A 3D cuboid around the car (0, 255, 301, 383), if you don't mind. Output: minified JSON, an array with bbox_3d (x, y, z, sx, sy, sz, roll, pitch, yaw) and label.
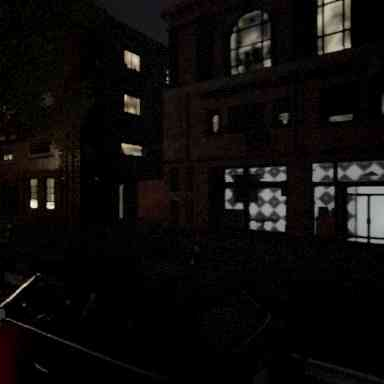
[{"bbox_3d":[-1.061,1.443,3.631,4.097,1.590,1.967,0,0,36],"label":"car"}]
